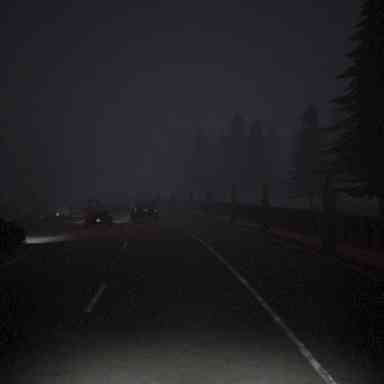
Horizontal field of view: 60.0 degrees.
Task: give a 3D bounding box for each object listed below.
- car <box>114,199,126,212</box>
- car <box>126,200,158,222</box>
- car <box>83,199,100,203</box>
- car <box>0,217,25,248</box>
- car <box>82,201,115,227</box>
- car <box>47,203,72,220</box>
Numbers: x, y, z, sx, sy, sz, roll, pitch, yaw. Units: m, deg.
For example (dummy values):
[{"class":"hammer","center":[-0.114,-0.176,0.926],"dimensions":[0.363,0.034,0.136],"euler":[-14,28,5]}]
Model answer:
[{"class":"car","center":[-9.092,1.695,42.254],"dimensions":[1.882,1.535,5.008],"euler":[0,-1,-22]},{"class":"car","center":[-4.173,1.493,28.190],"dimensions":[2.097,1.767,4.553],"euler":[0,0,-15]},{"class":"car","center":[-12.044,1.566,40.198],"dimensions":[2.097,1.767,4.553],"euler":[0,0,-22]},{"class":"car","center":[-8.034,1.601,12.747],"dimensions":[1.812,1.442,4.674],"euler":[0,0,-8]},{"class":"car","center":[-6.569,1.650,23.628],"dimensions":[1.812,1.442,4.674],"euler":[0,0,-14]},{"class":"car","center":[-12.179,1.693,30.602],"dimensions":[1.812,1.442,4.674],"euler":[0,0,-18]}]
